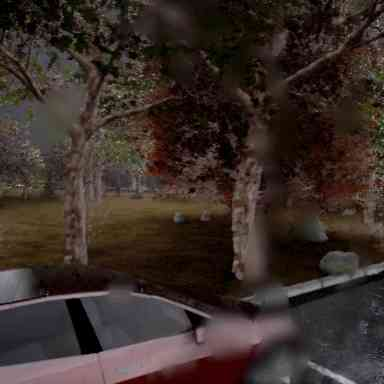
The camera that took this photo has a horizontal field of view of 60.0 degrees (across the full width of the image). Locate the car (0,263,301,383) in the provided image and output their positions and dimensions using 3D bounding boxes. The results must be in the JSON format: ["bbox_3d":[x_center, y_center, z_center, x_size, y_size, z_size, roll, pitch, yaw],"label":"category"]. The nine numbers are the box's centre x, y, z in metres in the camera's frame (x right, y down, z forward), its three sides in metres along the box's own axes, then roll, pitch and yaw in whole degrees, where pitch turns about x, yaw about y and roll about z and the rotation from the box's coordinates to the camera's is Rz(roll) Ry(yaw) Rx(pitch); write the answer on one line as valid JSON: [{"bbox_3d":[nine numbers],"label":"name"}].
[{"bbox_3d":[-0.999,1.511,3.342,4.792,1.488,2.163,0,0,-33],"label":"car"}]
